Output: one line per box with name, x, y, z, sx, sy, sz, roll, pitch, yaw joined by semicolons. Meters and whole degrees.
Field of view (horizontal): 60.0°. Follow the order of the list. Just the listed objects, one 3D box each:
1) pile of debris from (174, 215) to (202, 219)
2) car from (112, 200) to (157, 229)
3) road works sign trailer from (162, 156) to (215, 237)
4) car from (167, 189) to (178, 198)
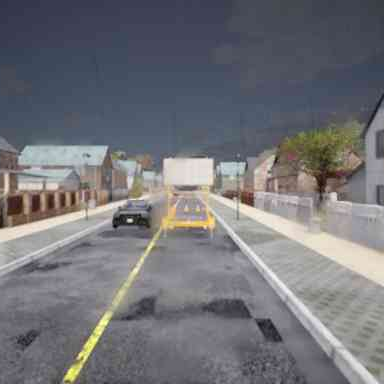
pile of debris;-0.251;1.671;22.642;1.860;0.140;1.500;0;1;-1
car;-3.051;1.163;18.242;1.994;1.385;4.181;0;1;-1
road works sign trailer;-0.162;0.118;15.613;2.380;3.560;2.880;0;1;0
car;-3.461;0.259;60.331;2.128;1.511;4.902;0;1;0
